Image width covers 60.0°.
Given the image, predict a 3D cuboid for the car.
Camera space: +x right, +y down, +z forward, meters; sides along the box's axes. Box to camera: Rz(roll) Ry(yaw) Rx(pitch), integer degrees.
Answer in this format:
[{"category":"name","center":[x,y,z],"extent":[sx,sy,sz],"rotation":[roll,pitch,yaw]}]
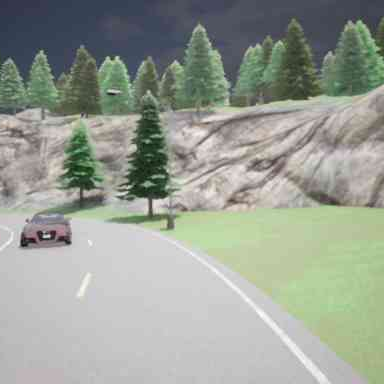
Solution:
[{"category":"car","center":[-6.668,1.639,15.493],"extent":[1.994,1.385,4.181],"rotation":[0,0,-21]}]
